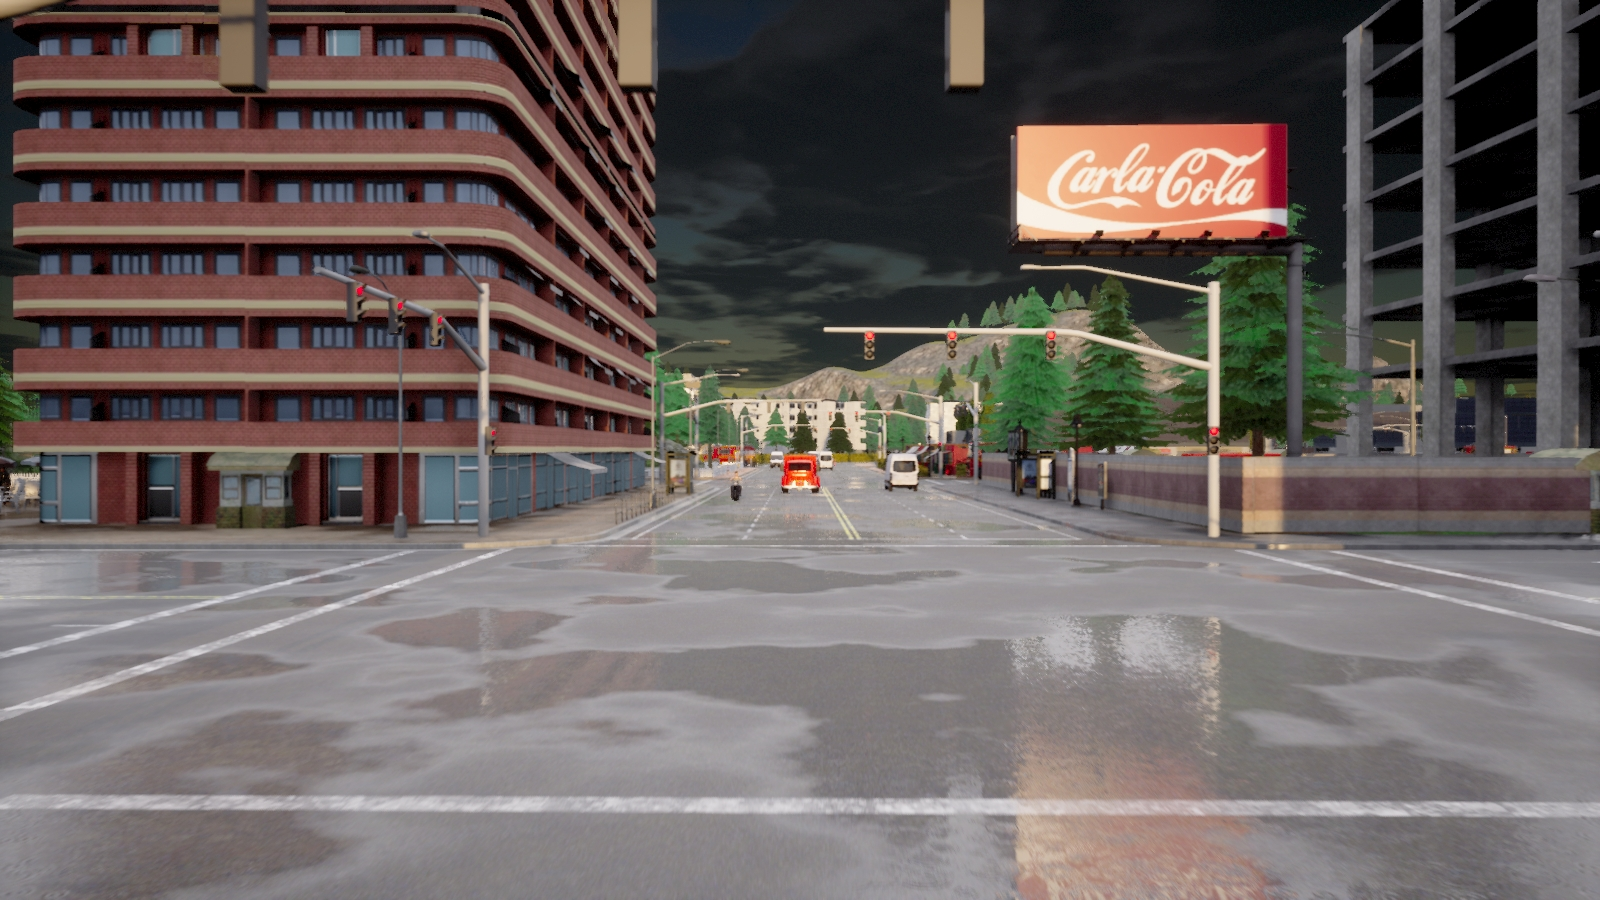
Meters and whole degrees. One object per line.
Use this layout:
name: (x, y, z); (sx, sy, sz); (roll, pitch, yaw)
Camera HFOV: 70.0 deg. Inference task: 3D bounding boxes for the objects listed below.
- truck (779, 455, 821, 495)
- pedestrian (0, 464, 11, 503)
truck: (0.023, 1.565, 74.034); (2.627, 2.467, 5.204); (0, 0, 1)
pedestrian: (-38.764, 1.638, 55.701); (0.375, 1.860, 0.375); (0, 0, -1)
